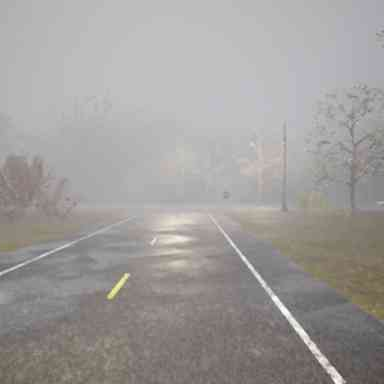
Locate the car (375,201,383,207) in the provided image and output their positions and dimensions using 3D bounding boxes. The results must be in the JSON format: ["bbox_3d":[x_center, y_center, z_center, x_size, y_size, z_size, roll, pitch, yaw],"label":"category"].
[{"bbox_3d":[31.014,1.726,51.648,4.674,1.442,1.812,-1,0,0],"label":"car"}]
